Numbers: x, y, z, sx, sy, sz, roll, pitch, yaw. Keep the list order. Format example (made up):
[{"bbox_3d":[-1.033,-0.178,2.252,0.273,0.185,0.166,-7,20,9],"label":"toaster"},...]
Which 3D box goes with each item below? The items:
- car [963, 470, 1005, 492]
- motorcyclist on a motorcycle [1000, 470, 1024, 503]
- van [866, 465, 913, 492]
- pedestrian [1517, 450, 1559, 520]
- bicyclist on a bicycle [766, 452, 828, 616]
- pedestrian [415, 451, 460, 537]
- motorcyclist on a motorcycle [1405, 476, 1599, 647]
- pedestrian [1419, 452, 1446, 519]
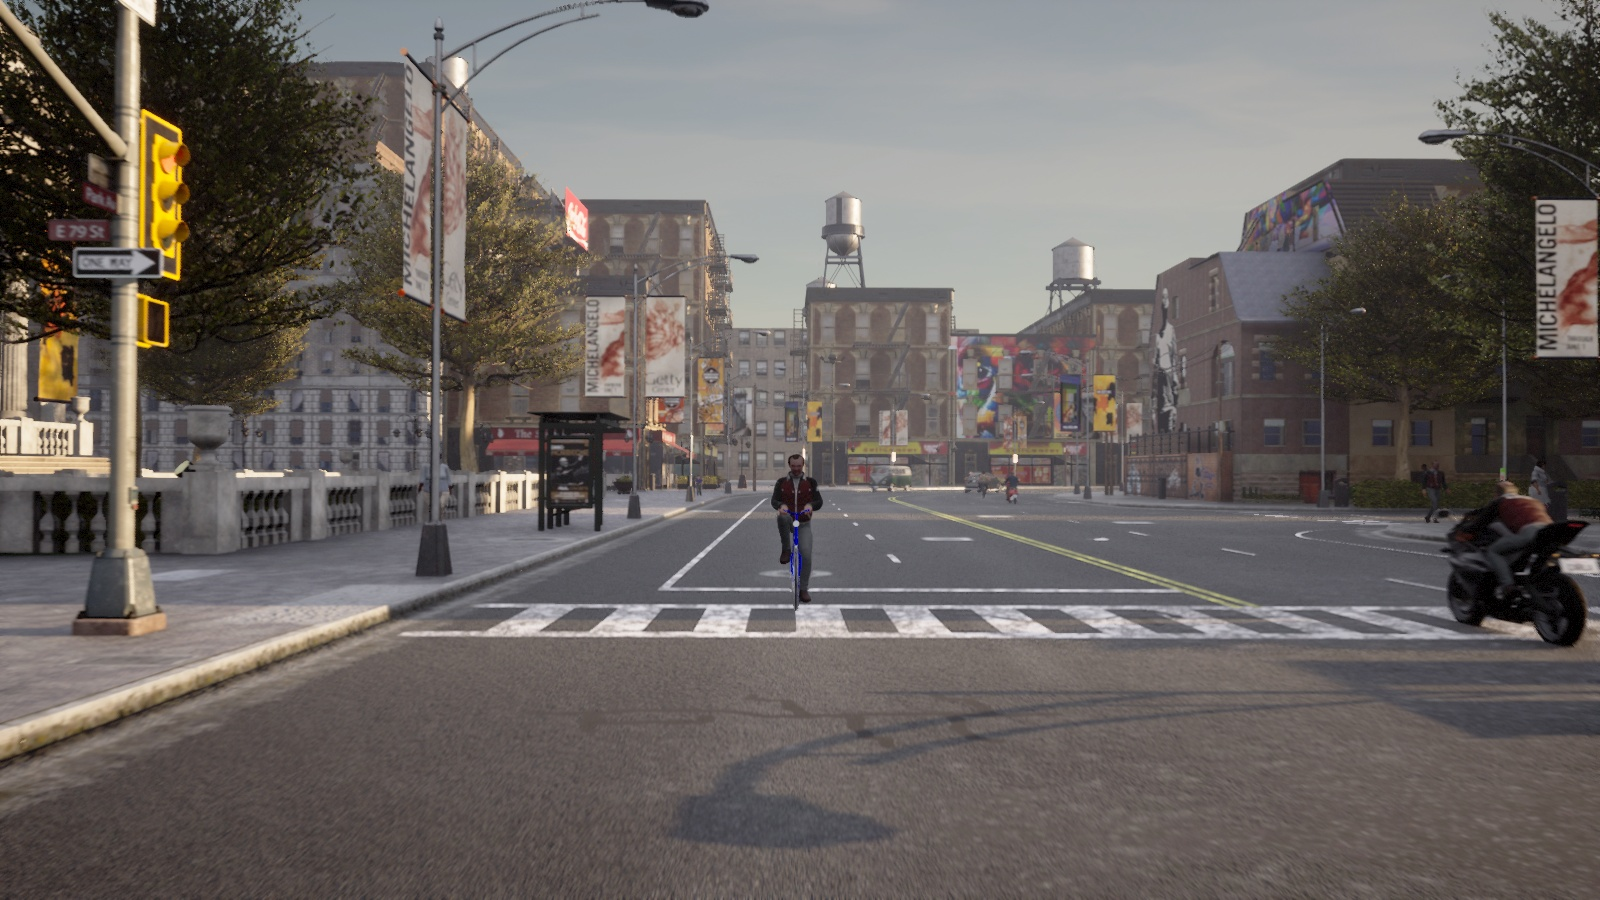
[{"bbox_3d":[13.522,2.283,92.245,1.789,1.549,3.705,-1,-1,29],"label":"car"},{"bbox_3d":[10.369,1.756,61.514,0.866,1.590,1.817,0,-1,-1],"label":"motorcyclist on a motorcycle"},{"bbox_3d":[6.774,2.123,94.566,1.775,1.987,4.442,-1,-1,31],"label":"van"},{"bbox_3d":[20.700,0.978,35.223,0.873,1.952,0.659,-1,-1,42],"label":"pedestrian"},{"bbox_3d":[-0.038,0.928,14.507,0.659,1.776,1.843,0,-1,0],"label":"bicyclist on a bicycle"},{"bbox_3d":[-7.969,0.966,27.655,0.874,1.855,0.900,0,-1,-11],"label":"pedestrian"},{"bbox_3d":[6.968,1.030,12.452,0.866,1.530,2.191,0,-1,0],"label":"motorcyclist on a motorcycle"},{"bbox_3d":[17.742,0.984,35.210,0.376,1.854,0.720,0,-1,0],"label":"pedestrian"}]
